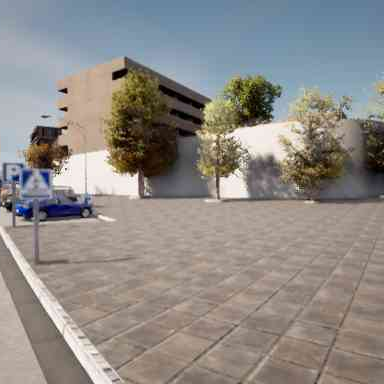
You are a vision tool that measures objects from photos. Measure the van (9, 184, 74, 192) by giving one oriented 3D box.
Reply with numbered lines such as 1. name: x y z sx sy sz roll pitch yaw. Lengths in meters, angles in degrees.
1. van: -10.399 0.655 24.265 1.878 1.987 4.442 2 1 37

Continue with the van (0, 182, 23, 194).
1. van: -30.334 -0.645 54.273 1.878 1.987 4.442 2 1 36

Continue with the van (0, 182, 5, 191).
1. van: -45.621 -1.350 76.337 1.878 1.987 4.442 2 1 36

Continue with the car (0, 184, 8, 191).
1. car: -43.990 -1.073 73.804 1.946 1.575 5.366 2 1 36

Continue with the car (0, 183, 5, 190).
1. car: -47.255 -1.295 78.893 2.185 1.767 4.553 1 0 36

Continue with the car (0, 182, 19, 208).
1. car: -12.113 0.521 26.656 2.435 2.045 5.566 3 2 37

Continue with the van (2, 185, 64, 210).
1. van: -13.801 0.438 29.099 1.878 1.987 4.442 3 2 37

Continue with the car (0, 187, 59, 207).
1. car: -15.394 0.430 31.689 2.185 1.767 4.553 2 1 37

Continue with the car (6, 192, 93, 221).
1. car: -8.844 0.988 21.661 2.097 1.535 5.008 2 1 37

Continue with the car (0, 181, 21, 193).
1. car: -33.769 -0.870 59.137 2.435 2.045 5.566 2 1 36
